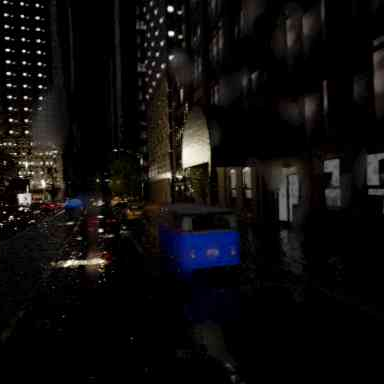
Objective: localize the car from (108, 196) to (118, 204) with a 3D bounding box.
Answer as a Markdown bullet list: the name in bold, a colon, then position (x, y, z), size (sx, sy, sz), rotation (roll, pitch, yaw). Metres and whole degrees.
- **car**: position (-16.342, 1.623, 68.523), size (1.887, 1.381, 4.507), rotation (-2, 0, -16)

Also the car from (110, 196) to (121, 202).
- **car**: position (-8.902, 1.557, 41.923), size (2.008, 1.369, 4.403), rotation (-2, 0, -16)

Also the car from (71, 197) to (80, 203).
- **car**: position (-30.113, 1.969, 86.186), size (1.887, 1.381, 4.507), rotation (-2, 0, -16)

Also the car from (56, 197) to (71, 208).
- **car**: position (-21.435, 1.775, 55.622), size (1.967, 1.590, 4.097), rotation (-2, 0, -16)

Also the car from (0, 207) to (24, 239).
- **car**: position (-11.014, 1.805, 18.382), size (1.947, 1.339, 4.313), rotation (-2, 0, -16)

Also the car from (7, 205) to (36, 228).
- **car**: position (-12.507, 1.692, 23.702), size (1.967, 1.590, 4.097), rotation (-2, 0, -16)

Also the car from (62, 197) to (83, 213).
- **car**: position (-14.760, 1.682, 41.757), size (1.882, 1.535, 5.008), rotation (-2, 0, -16)

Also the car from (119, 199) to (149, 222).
- **car**: position (-4.485, 1.492, 26.125), size (1.752, 1.417, 4.829), rotation (-2, 0, -16)

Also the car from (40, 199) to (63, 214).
- **car**: position (-16.966, 1.874, 39.663), size (1.802, 1.307, 4.206), rotation (-2, 0, -16)

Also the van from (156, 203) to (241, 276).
- **van**: position (0.017, 1.269, 10.001), size (1.690, 1.788, 3.998), rotation (-2, 0, -16)

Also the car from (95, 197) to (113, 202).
- **car**: position (-10.147, 1.648, 36.709), size (1.994, 1.385, 4.181), rotation (-2, 0, -15)

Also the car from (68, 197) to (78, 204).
- **car**: position (-27.438, 1.962, 76.886), size (1.947, 1.339, 4.313), rotation (-2, 0, -16)

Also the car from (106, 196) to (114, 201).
- **car**: position (-22.168, 1.715, 89.838), size (1.802, 1.307, 4.206), rotation (-2, 0, -16)

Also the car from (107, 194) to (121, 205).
- **car**: position (-14.864, 1.379, 63.201), size (2.192, 1.841, 5.009), rotation (-2, 0, -16)

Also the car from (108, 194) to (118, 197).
- **car**: position (-11.925, 1.560, 52.726), size (1.752, 1.417, 4.829), rotation (-2, 0, -16)

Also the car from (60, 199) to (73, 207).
- **car**: position (-22.917, 1.932, 60.943), size (1.802, 1.307, 4.206), rotation (-2, 0, -16)

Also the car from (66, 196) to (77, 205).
- **car**: position (-25.899, 1.820, 71.582), size (1.967, 1.590, 4.097), rotation (-2, 0, -16)

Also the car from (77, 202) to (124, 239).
- **car**: position (-4.937, 1.544, 17.980), size (1.837, 1.490, 4.892), rotation (-2, 1, -15)
